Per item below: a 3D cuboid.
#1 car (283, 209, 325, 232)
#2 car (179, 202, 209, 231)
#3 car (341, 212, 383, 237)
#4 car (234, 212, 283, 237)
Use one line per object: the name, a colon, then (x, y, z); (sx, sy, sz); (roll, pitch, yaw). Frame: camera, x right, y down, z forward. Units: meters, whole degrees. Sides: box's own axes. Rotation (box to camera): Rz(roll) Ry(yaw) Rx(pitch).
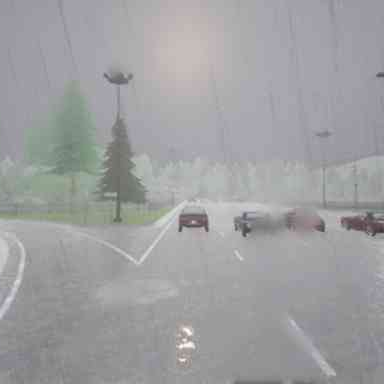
car: (7.102, 1.791, 21.853); (1.994, 1.385, 4.181); (0, -1, 0)
car: (0.101, 1.714, 22.666); (1.882, 1.535, 5.008); (0, -1, 0)
car: (10.601, 1.804, 19.521); (1.895, 1.301, 4.718); (0, -1, 0)
car: (3.601, 1.804, 19.521); (1.895, 1.301, 4.718); (0, -1, 0)
